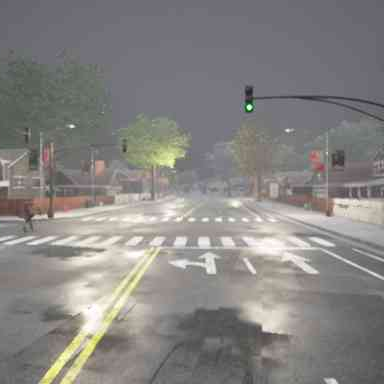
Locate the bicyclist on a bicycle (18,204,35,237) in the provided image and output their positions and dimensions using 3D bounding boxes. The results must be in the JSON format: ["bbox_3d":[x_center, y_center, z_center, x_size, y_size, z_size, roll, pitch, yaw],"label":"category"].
[{"bbox_3d":[-8.398,1.427,16.946,0.582,1.620,1.656,0,0,2],"label":"bicyclist on a bicycle"}]
